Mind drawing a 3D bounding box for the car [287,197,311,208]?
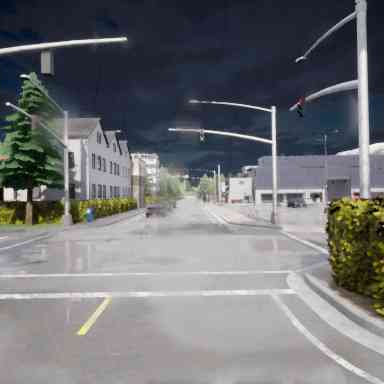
[{"bbox_3d":[15.429,1.629,49.107,2.007,1.523,4.514,-1,-1,0],"label":"car"}]

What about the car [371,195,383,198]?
[{"bbox_3d":[19.118,1.183,31.239,1.905,1.878,3.866,-1,-1,0],"label":"car"}]

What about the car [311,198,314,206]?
[{"bbox_3d":[19.075,1.573,56.164,1.970,1.475,3.806,-1,-1,0],"label":"car"}]

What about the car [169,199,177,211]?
[{"bbox_3d":[-3.586,1.885,44.843,2.128,1.511,4.902,-1,-1,0],"label":"car"}]

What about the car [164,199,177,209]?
[{"bbox_3d":[-3.540,1.995,55.256,1.837,1.490,4.892,-1,-1,0],"label":"car"}]

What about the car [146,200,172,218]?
[{"bbox_3d":[-3.600,1.844,34.547,2.033,1.411,5.357,-1,-1,0],"label":"car"}]

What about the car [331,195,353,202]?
[{"bbox_3d":[25.490,1.398,56.503,2.152,1.636,5.027,-1,-1,0],"label":"car"}]
